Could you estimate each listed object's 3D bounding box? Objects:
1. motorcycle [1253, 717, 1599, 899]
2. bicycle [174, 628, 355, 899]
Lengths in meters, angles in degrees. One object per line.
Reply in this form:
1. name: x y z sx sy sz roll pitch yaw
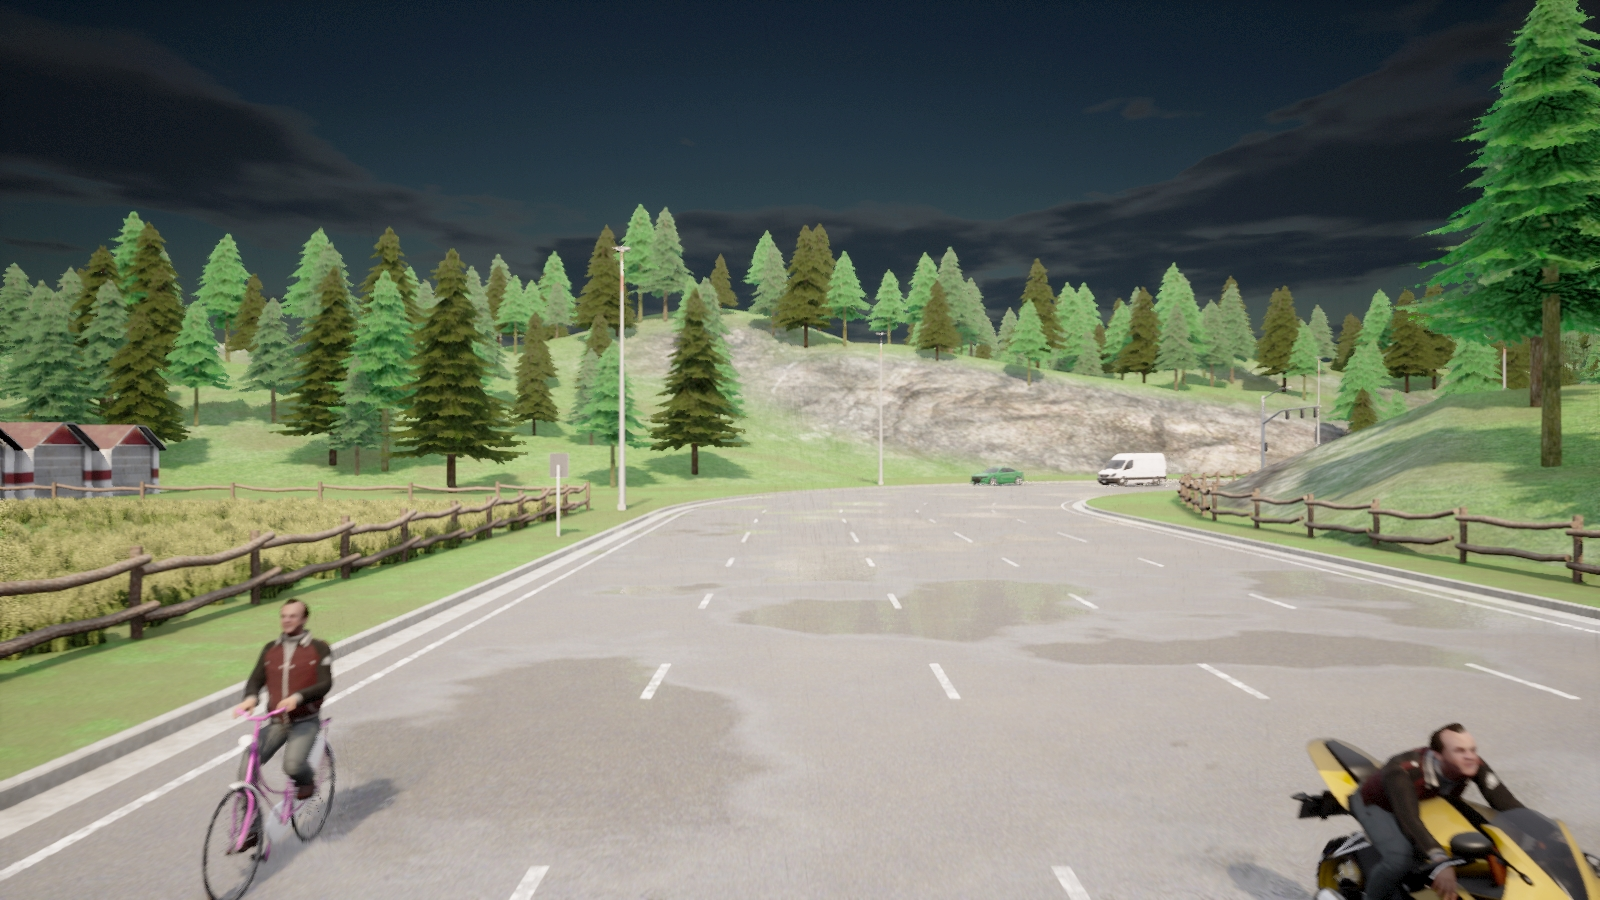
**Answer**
1. motorcycle: 3.176 2.205 5.508 0.867 1.251 2.209 -3 1 -6
2. bicycle: -3.488 2.061 7.595 0.329 1.471 1.835 0 0 0
